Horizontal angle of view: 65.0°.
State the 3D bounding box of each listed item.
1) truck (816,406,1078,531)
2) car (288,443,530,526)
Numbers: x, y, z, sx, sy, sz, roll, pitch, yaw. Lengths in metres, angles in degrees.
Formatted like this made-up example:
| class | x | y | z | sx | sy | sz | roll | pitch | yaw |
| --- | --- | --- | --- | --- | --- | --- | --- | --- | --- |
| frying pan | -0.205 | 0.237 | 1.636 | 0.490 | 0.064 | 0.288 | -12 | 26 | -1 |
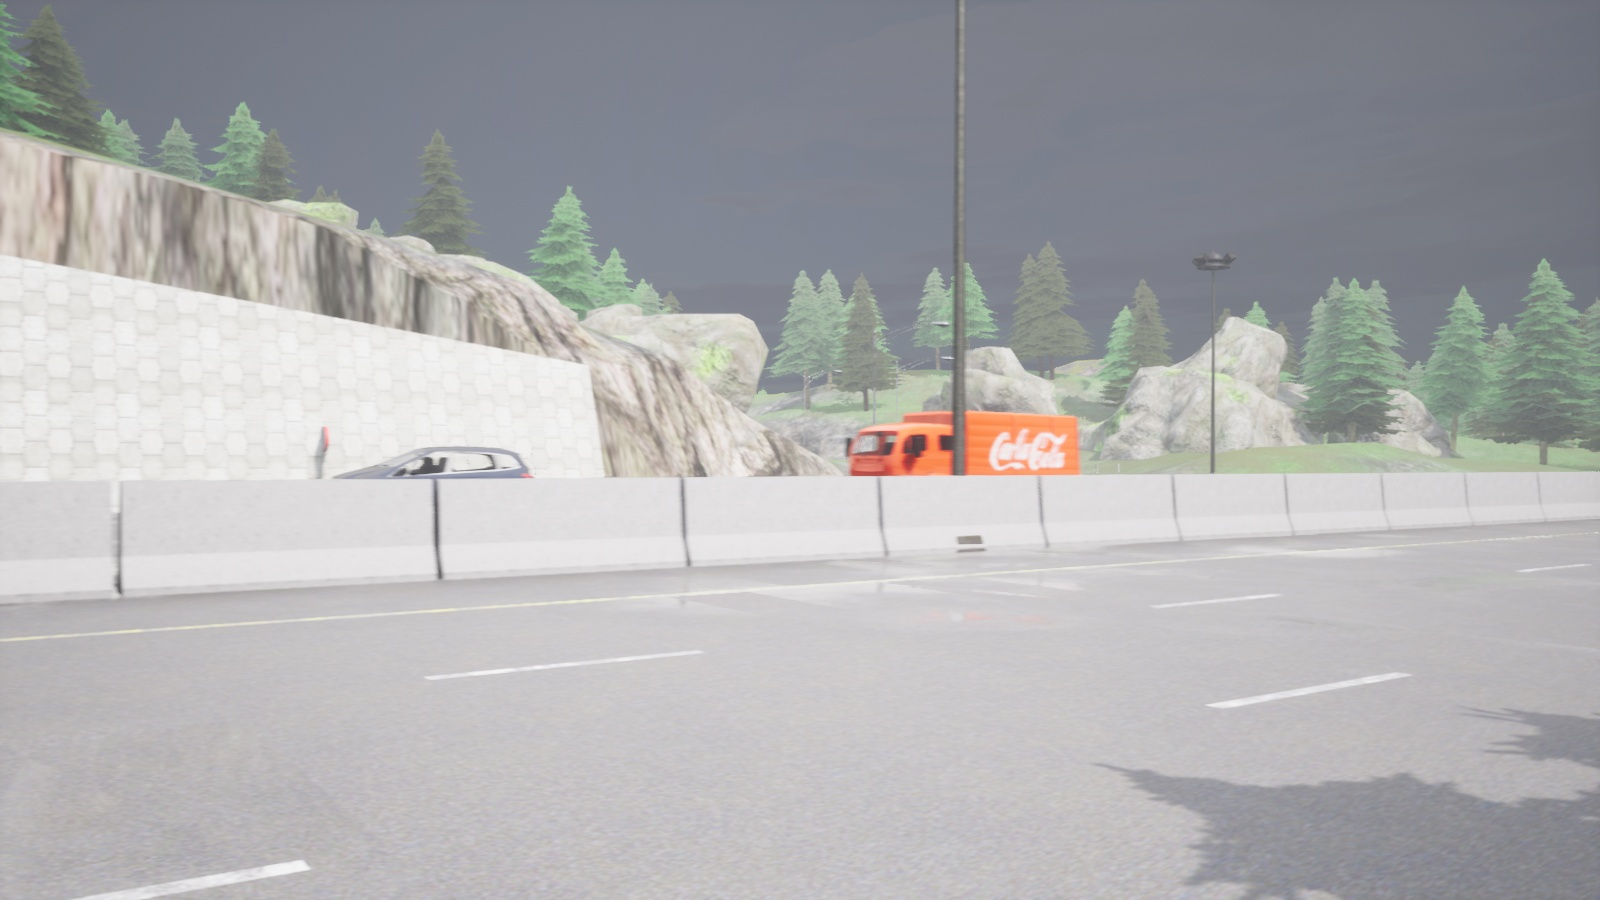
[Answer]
| class | x | y | z | sx | sy | sz | roll | pitch | yaw |
| --- | --- | --- | --- | --- | --- | --- | --- | --- | --- |
| truck | 3.228 | 0.389 | 27.227 | 5.204 | 2.467 | 2.627 | 1 | -1 | -35 |
| car | -8.544 | 0.706 | 27.562 | 4.611 | 1.667 | 2.242 | 0 | 0 | -35 |
